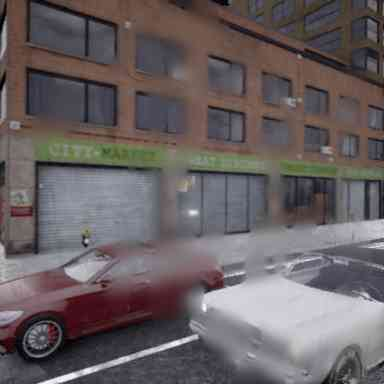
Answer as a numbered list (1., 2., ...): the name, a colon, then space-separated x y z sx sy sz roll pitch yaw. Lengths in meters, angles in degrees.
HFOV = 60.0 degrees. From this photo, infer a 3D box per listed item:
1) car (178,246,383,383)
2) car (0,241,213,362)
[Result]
1. car: 2.319 1.590 5.020 4.718 1.301 1.895 0 0 -35
2. car: -1.291 1.576 5.834 4.206 1.307 1.802 0 1 -35
